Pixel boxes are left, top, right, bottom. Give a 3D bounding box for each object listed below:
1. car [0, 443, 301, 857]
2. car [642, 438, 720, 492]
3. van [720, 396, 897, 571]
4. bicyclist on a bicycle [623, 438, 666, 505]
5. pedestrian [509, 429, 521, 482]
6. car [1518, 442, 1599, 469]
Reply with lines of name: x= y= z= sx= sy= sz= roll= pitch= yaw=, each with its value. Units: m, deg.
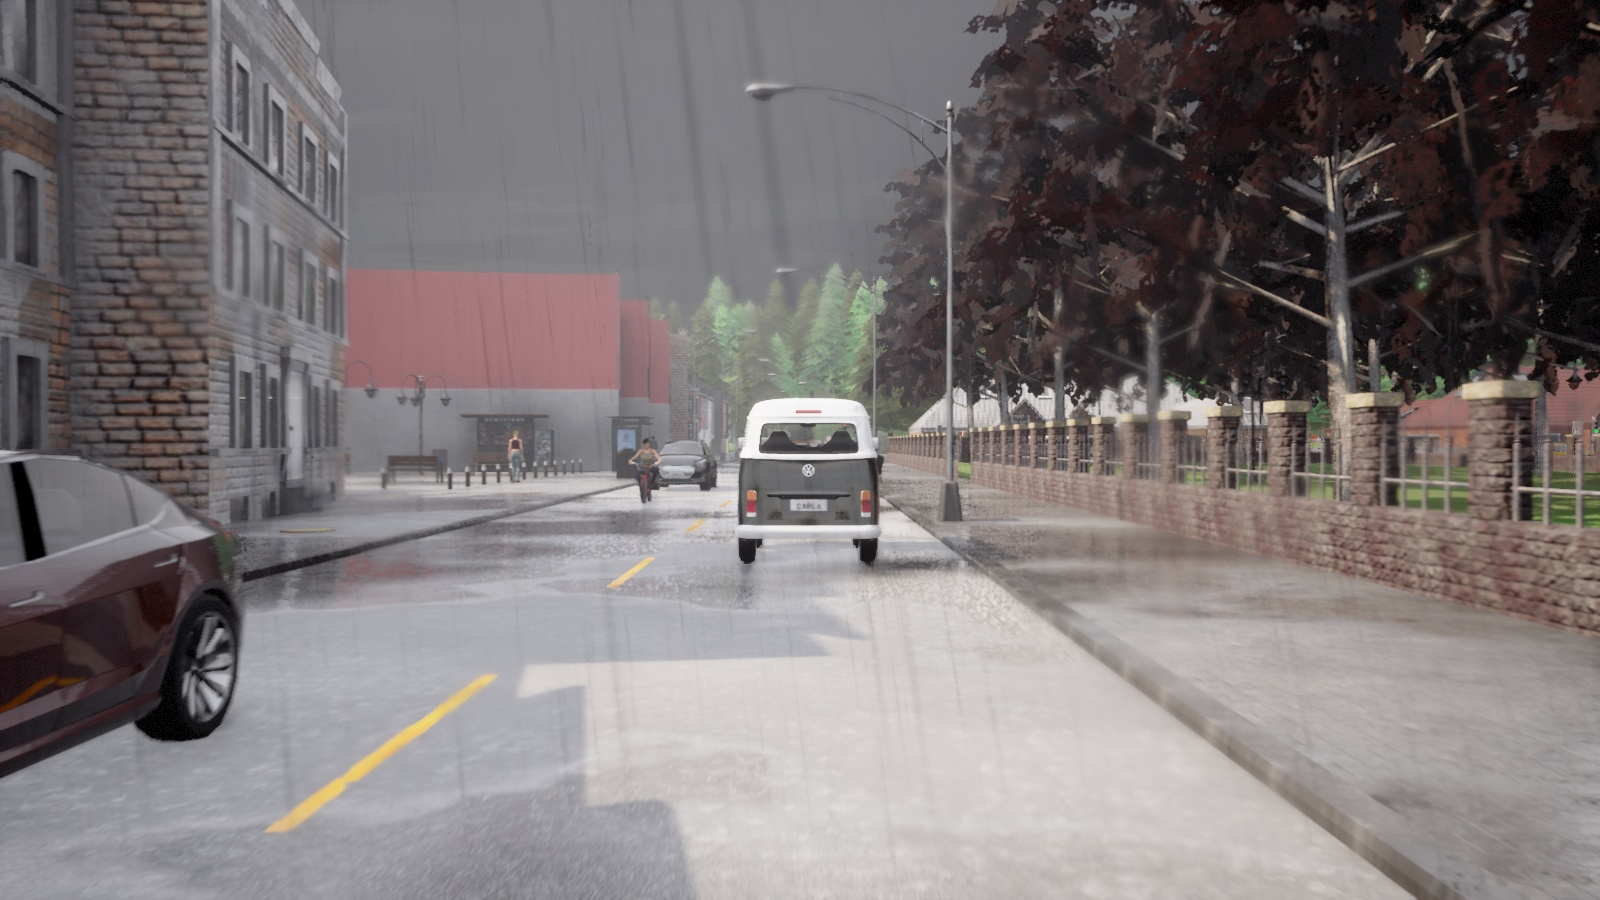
car: x=-3.955 y=0.716 z=4.800 sx=2.163 sy=1.488 sz=4.792 roll=0 pitch=0 yaw=0
car: x=-3.756 y=0.445 z=40.480 sx=2.033 sy=1.649 sz=4.856 roll=0 pitch=0 yaw=0
van: x=0.111 y=0.375 z=16.880 sx=2.069 sy=2.038 sz=4.480 roll=0 pitch=0 yaw=0
bicyclist on a bicycle: x=-3.809 y=0.506 z=30.885 sx=0.866 sy=1.612 sz=1.509 roll=0 pitch=0 yaw=1
pedestrian: x=-9.920 y=0.202 z=43.714 sx=0.345 sy=1.836 sz=0.594 roll=0 pitch=0 yaw=-7
car: x=45.736 y=0.296 z=75.636 sx=1.801 sy=1.575 sz=5.366 roll=0 pitch=0 yaw=-2
